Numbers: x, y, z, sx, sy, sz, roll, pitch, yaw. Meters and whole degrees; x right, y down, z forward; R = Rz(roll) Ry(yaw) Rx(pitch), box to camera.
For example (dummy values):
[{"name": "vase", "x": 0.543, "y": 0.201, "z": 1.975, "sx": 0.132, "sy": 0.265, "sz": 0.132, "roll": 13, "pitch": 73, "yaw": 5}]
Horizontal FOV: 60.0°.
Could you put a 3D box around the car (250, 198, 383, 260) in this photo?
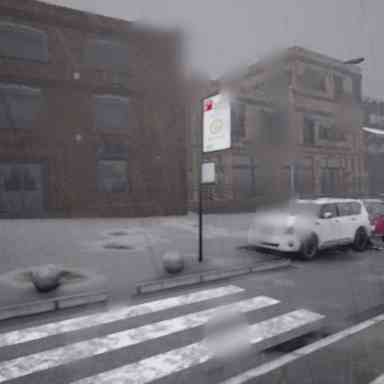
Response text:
[{"name": "car", "x": 4.770, "y": 1.279, "z": 12.986, "sx": 5.566, "sy": 2.045, "sz": 2.435, "roll": 0, "pitch": 0, "yaw": -35}]
